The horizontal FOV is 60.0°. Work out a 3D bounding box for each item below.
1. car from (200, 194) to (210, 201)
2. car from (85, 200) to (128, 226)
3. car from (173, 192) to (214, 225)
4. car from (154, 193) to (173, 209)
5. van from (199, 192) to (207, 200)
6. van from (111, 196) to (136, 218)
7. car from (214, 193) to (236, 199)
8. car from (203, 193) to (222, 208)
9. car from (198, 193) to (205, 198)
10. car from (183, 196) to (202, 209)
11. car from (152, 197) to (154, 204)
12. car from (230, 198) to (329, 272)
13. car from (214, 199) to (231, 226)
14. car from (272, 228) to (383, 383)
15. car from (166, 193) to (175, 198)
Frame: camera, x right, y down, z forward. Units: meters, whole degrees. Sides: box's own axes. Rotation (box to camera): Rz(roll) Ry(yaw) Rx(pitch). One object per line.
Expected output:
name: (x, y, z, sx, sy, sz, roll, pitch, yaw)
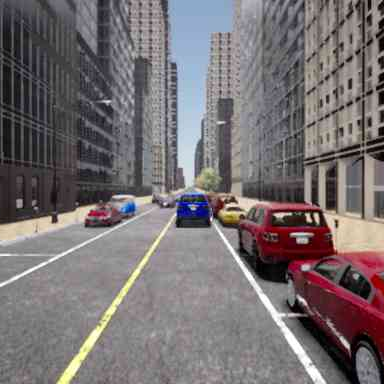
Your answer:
car: (2.633, 1.122, 67.464, 1.887, 1.381, 4.507, 0, 0, 0)
car: (-5.709, 1.457, 21.878, 1.802, 1.307, 4.206, 0, 0, 0)
car: (0.082, 1.092, 22.716, 2.150, 2.045, 5.566, 0, 0, 0)
car: (-3.127, 1.249, 41.741, 2.128, 1.511, 4.902, 0, 0, 0)
van: (2.624, 0.829, 78.855, 1.690, 1.788, 3.998, 0, 0, 0)
van: (-5.714, 1.183, 27.575, 1.690, 1.788, 3.998, 0, 0, 0)
car: (2.667, 1.158, 27.581, 2.192, 1.841, 5.009, 0, 0, 0)
car: (2.653, 1.053, 44.671, 2.192, 1.841, 5.009, 0, 0, 0)
car: (2.613, 0.978, 90.254, 1.802, 1.307, 4.206, 0, 0, 0)
car: (0.064, 1.253, 41.021, 2.128, 1.511, 4.902, 0, 0, 0)
car: (-5.738, 1.226, 56.063, 1.947, 1.339, 4.313, 0, 0, 0)
car: (2.681, 1.256, 10.489, 2.192, 1.841, 5.009, 0, 0, 0)
car: (2.671, 1.400, 22.053, 1.752, 1.417, 4.829, 0, 0, 0)
car: (2.686, 1.518, 4.794, 1.887, 1.381, 4.507, 0, 0, 0)
car: (-5.767, 0.946, 90.247, 2.008, 1.369, 4.403, 0, 0, 0)
